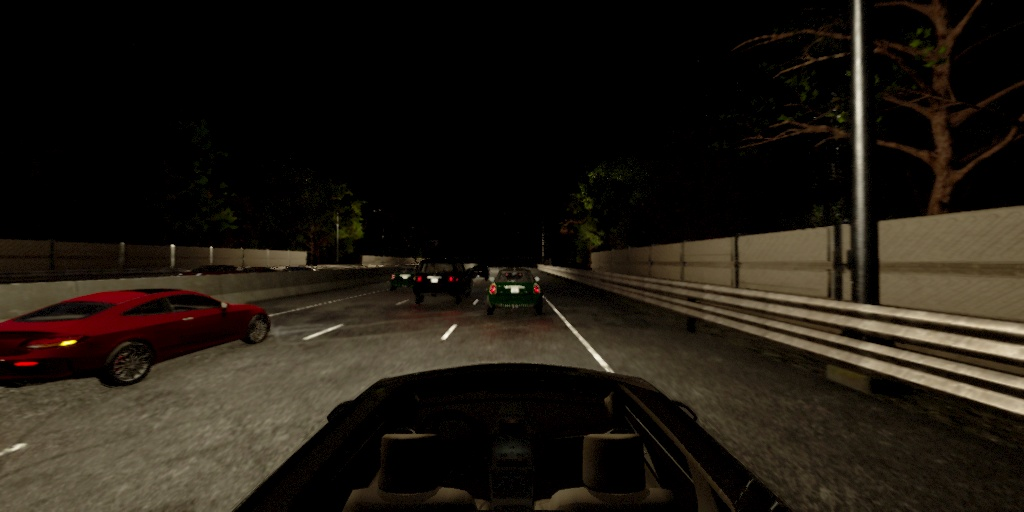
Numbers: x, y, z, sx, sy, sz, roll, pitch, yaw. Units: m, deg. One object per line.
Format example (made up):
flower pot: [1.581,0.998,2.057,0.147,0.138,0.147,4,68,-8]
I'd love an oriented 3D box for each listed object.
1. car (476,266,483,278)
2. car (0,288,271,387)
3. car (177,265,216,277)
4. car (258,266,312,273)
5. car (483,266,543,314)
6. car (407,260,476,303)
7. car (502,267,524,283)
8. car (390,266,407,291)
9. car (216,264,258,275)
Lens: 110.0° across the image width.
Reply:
car: [-3.382,1.791,38.421,1.837,1.490,4.892,0,-1,0]
car: [-6.897,1.349,6.959,1.812,1.442,4.674,0,-1,0]
car: [-24.552,1.500,29.191,2.097,1.767,4.553,0,-1,0]
car: [-17.553,1.622,28.910,1.882,1.535,5.008,0,-1,0]
car: [0.105,1.288,14.982,2.097,1.767,4.553,0,-1,0]
car: [-3.381,1.208,18.368,2.150,2.045,5.566,0,-1,0]
car: [0.116,1.793,35.821,2.033,1.411,5.357,0,-1,0]
car: [-6.891,1.440,25.230,2.097,1.767,4.553,0,-1,0]
car: [-21.050,1.629,29.362,1.882,1.535,5.008,0,-1,0]
